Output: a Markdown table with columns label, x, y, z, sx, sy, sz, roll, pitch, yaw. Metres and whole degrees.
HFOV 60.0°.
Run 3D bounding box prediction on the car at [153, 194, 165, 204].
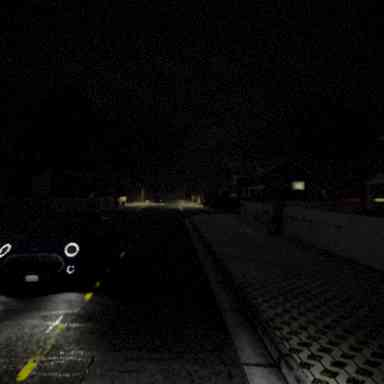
| label | x | y | z | sx | sy | sz | roll | pitch | yaw |
| --- | --- | --- | --- | --- | --- | --- | --- | --- | --- |
| car | -7.203 | 1.733 | 70.553 | 1.837 | 1.490 | 4.892 | 0 | 0 | -3 |

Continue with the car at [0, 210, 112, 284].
| label | x | y | z | sx | sy | sz | roll | pitch | yaw |
| --- | --- | --- | --- | --- | --- | --- | --- | --- | --- |
| car | -3.793 | 1.395 | 9.861 | 2.097 | 1.767 | 4.553 | 0 | 0 | -3 |
